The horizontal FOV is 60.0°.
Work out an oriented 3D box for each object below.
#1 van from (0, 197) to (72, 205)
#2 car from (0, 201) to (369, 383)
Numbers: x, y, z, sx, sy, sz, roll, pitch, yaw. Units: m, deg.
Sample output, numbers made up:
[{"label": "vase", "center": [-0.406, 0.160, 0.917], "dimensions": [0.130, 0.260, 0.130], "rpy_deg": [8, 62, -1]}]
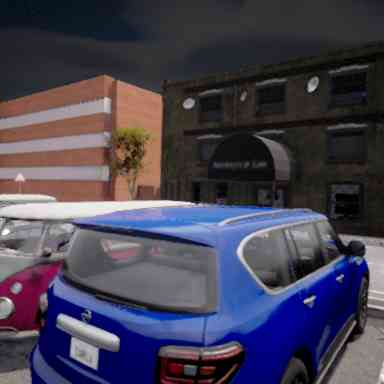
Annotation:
[{"label": "van", "center": [-1.548, 1.164, 5.980], "dimensions": [1.878, 1.987, 4.442], "rpy_deg": [1, 1, 36]}, {"label": "car", "center": [0.829, 1.193, 4.446], "dimensions": [2.435, 2.045, 5.566], "rpy_deg": [1, 1, 36]}]
